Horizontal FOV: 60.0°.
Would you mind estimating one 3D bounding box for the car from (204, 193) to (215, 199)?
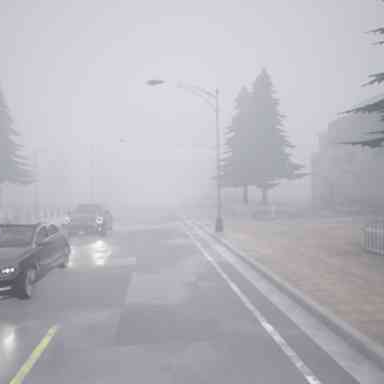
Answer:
[{"bbox_3d":[4.229,1.099,87.803,2.007,1.523,4.514,-1,0,-6],"label":"car"}]

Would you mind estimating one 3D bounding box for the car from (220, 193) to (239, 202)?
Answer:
[{"bbox_3d":[6.982,1.146,61.915,1.845,1.501,3.633,-1,0,-6],"label":"car"}]

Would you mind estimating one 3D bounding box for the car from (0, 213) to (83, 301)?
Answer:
[{"bbox_3d":[-4.492,1.538,8.471,2.128,1.511,4.902,-1,0,-7],"label":"car"}]

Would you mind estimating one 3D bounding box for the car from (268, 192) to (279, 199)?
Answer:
[{"bbox_3d":[19.929,0.864,81.802,1.845,1.501,3.633,-1,0,-6],"label":"car"}]

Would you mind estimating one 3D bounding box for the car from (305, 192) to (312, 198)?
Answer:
[{"bbox_3d":[29.870,0.697,82.812,2.007,1.523,4.514,-1,0,-6],"label":"car"}]

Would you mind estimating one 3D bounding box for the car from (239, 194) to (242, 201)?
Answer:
[{"bbox_3d":[9.163,1.109,69.608,1.970,1.475,3.806,-1,0,-6],"label":"car"}]

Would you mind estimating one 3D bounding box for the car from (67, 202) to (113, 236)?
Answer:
[{"bbox_3d":[-5.622,1.395,18.312,2.097,1.767,4.553,-1,0,-7],"label":"car"}]

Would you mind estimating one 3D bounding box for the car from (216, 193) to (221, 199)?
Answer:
[{"bbox_3d":[7.342,1.044,88.186,2.152,1.636,5.027,-1,0,-6],"label":"car"}]
